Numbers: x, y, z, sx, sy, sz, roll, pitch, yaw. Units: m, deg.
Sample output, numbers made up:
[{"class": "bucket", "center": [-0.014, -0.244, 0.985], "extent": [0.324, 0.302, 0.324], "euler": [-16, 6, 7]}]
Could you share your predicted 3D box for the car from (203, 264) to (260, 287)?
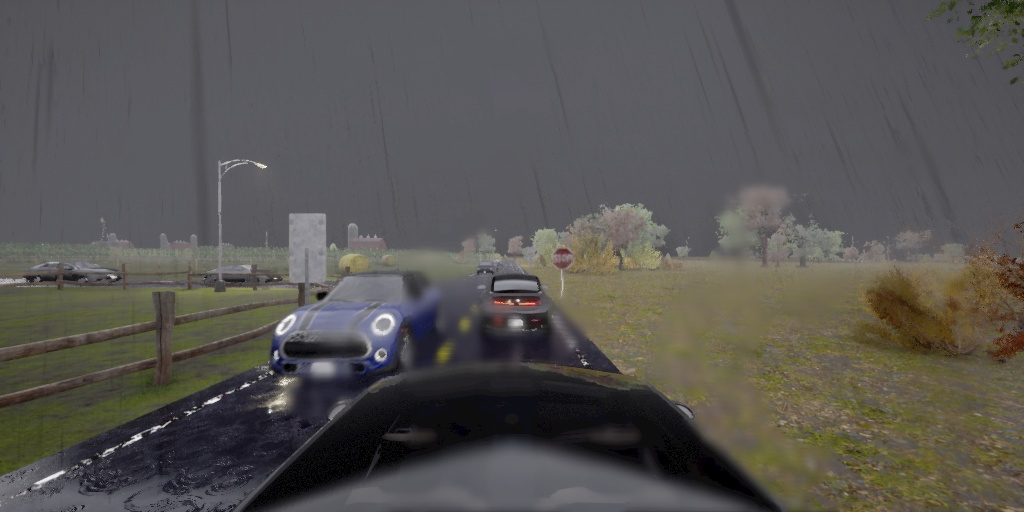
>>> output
[{"class": "car", "center": [-17.222, 1.225, 23.077], "extent": [4.181, 1.385, 1.994], "euler": [0, 1, 0]}]

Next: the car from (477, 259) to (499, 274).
[{"class": "car", "center": [-2.851, 1.316, 40.434], "extent": [2.033, 1.411, 5.357], "euler": [0, 0, 0]}]

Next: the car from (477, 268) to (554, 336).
[{"class": "car", "center": [0.068, 1.255, 10.384], "extent": [1.837, 1.490, 4.892], "euler": [0, 0, -1]}]

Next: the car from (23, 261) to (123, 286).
[{"class": "car", "center": [-27.943, 1.080, 22.965], "extent": [4.902, 1.511, 2.128], "euler": [0, 1, -1]}]

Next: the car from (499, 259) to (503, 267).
[{"class": "car", "center": [-2.840, 1.273, 50.936], "extent": [2.128, 1.511, 4.902], "euler": [0, 0, 0]}]

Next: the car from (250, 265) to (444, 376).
[{"class": "car", "center": [-2.850, 1.101, 7.656], "extent": [2.097, 1.767, 4.553], "euler": [0, 0, 0]}]
